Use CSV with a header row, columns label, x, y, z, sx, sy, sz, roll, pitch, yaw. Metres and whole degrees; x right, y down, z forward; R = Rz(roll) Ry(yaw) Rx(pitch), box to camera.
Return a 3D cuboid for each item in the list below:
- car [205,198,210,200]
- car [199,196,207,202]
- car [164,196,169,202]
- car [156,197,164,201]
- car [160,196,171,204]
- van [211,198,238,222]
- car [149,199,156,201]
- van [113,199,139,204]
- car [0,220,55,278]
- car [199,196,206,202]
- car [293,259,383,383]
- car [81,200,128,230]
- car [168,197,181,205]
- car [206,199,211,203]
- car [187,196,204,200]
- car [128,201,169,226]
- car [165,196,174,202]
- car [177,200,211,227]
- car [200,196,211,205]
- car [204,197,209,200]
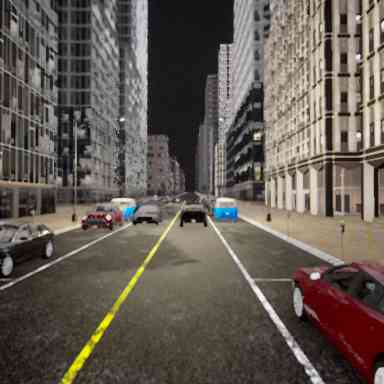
label,x,y,z,sx,sy,sz,roll,pitch,yaw
car,2.707,1.719,38.476,1.802,1.307,4.206,1,0,0
car,2.719,1.794,82.734,2.008,1.369,4.403,1,0,0
car,-5.666,1.794,66.037,1.802,1.307,4.206,1,0,0
car,-5.670,1.716,49.857,1.887,1.381,4.507,1,0,0
car,-5.663,1.663,71.610,1.967,1.590,4.097,1,0,0
van,2.707,1.442,27.128,1.690,1.788,3.998,1,0,0
car,-5.673,1.704,38.507,1.947,1.339,4.313,1,0,0
van,-5.673,1.443,27.157,1.690,1.788,3.998,1,0,0
car,-5.680,1.593,10.131,2.008,1.369,4.403,1,0,0
car,2.720,1.835,88.312,1.802,1.307,4.206,1,0,0
car,2.699,1.564,4.428,1.887,1.381,4.507,1,0,0
car,-5.676,1.523,21.481,1.967,1.590,4.097,1,0,0
car,-2.997,1.770,65.285,2.033,1.411,5.357,0,0,0
car,2.706,1.670,32.802,2.008,1.369,4.403,1,0,0
car,0.109,1.497,41.220,2.097,1.767,4.553,0,0,0
car,-3.096,1.639,24.372,2.033,1.411,5.357,0,0,0
car,-5.661,1.810,82.759,1.947,1.339,4.313,1,0,0
car,0.107,1.596,23.749,1.837,1.490,4.892,0,0,0
car,2.716,1.651,66.004,1.967,1.590,4.097,1,0,0
car,2.709,1.721,44.150,1.947,1.339,4.313,1,0,0
